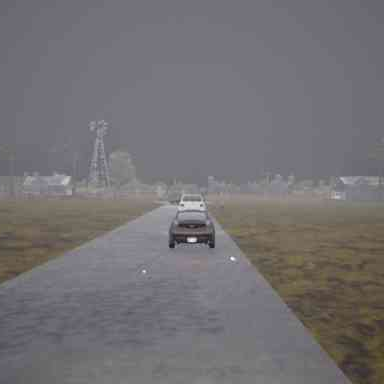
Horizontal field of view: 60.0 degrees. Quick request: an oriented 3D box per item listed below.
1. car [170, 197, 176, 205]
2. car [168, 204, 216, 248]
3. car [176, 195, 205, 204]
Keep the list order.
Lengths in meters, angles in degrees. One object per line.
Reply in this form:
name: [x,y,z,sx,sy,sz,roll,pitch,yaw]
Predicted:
car: [-2.750,1.563,56.633,1.895,1.301,4.718,0,0,0]
car: [0.000,1.513,14.653,1.837,1.490,4.892,0,0,0]
car: [0.000,1.233,29.687,2.150,2.045,5.566,0,0,0]
